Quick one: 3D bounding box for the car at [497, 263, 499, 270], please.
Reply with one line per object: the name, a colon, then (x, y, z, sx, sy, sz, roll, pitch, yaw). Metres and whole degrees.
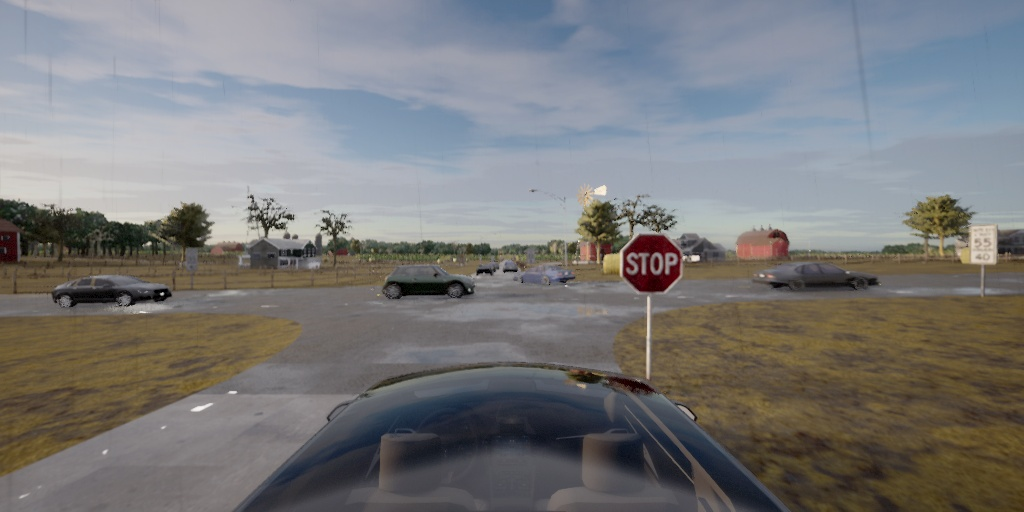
car: (-3.138, 1.660, 50.665, 1.895, 1.301, 4.718, 0, 0, 0)

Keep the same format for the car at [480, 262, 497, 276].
car: (-3.050, 1.592, 40.911, 1.895, 1.301, 4.718, 0, 0, -1)

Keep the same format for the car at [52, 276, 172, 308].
car: (-20.335, 1.766, 18.335, 4.892, 1.490, 1.837, -2, 1, 0)

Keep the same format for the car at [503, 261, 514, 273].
car: (-0.197, 1.620, 50.430, 1.994, 1.385, 4.181, 0, 0, -1)

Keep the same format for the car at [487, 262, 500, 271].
car: (-3.149, 1.698, 60.592, 1.994, 1.385, 4.181, 0, 0, 0)

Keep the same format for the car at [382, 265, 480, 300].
car: (-4.170, 1.241, 18.404, 4.553, 1.767, 2.097, -1, -1, 0)

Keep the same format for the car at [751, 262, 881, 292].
car: (15.590, 1.036, 18.632, 5.357, 1.411, 2.033, -1, 1, 3)

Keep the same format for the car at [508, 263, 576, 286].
car: (2.304, 1.379, 26.482, 2.033, 1.411, 5.357, -2, -1, -35)
